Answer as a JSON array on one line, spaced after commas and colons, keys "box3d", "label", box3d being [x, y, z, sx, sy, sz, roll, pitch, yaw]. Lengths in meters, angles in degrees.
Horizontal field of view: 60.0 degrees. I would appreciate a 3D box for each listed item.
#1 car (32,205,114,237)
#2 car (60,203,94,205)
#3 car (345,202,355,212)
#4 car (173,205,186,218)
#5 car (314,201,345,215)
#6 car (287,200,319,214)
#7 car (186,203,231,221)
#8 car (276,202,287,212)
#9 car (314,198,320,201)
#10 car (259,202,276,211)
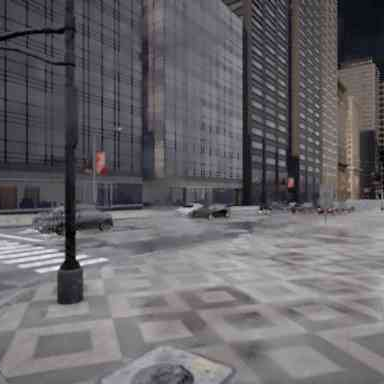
[{"box3d": [-6.739, 1.701, 19.653, 1.812, 1.442, 4.674, 0, -1, 36], "label": "car"}, {"box3d": [-8.466, 1.559, 22.851, 2.097, 1.767, 4.553, 0, -1, 36], "label": "car"}, {"box3d": [23.051, 2.266, 49.739, 2.033, 1.411, 5.357, 0, -1, 36], "label": "car"}, {"box3d": [0.003, 1.927, 34.595, 1.812, 1.442, 4.674, 0, -1, 36], "label": "car"}, {"box3d": [17.190, 2.184, 41.522, 1.895, 1.301, 4.718, 0, -1, 36], "label": "car"}, {"box3d": [14.533, 2.097, 43.395, 1.837, 1.490, 4.892, 0, -1, 36], "label": "car"}, {"box3d": [1.891, 1.852, 31.653, 1.882, 1.535, 5.008, 0, -1, 36], "label": "car"}, {"box3d": [14.485, 2.189, 48.978, 1.812, 1.442, 4.674, 0, -1, 36], "label": "car"}, {"box3d": [20.432, 1.951, 51.666, 2.150, 2.045, 5.566, 0, -1, 36], "label": "car"}, {"box3d": [12.214, 2.229, 51.377, 2.033, 1.411, 5.357, 0, -1, 36], "label": "car"}]
